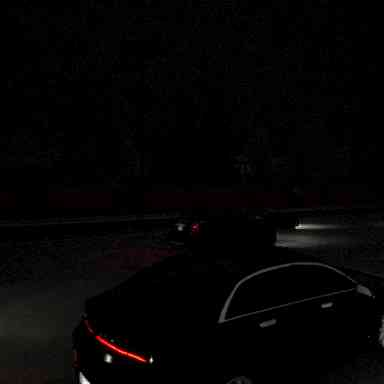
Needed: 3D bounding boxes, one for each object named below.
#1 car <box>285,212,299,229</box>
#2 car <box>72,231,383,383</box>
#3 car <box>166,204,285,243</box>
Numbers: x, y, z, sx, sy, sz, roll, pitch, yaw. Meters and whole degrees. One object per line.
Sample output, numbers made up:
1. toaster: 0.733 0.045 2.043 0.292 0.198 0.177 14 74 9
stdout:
1. car: 4.522 1.563 19.999 4.181 1.385 1.994 0 0 -36
2. car: 0.983 1.504 4.465 4.892 1.490 1.837 0 0 -36
3. car: 1.287 1.352 13.328 4.553 1.767 2.097 0 0 -36
